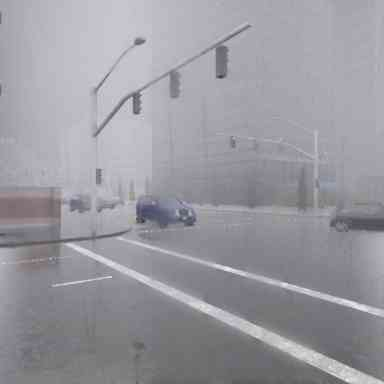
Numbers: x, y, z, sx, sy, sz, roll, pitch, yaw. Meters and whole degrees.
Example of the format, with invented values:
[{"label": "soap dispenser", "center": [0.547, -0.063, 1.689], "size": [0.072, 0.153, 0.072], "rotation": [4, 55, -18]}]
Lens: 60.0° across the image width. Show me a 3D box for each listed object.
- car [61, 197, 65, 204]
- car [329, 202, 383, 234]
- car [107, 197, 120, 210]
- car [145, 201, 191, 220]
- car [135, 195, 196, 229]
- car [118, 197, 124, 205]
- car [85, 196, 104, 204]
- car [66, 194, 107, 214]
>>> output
[{"label": "car", "center": [-21.057, 1.221, 49.313], "size": [2.150, 2.045, 5.566], "rotation": [0, 0, -35]}, {"label": "car", "center": [9.940, 1.352, 18.197], "size": [4.553, 1.767, 2.097], "rotation": [0, 0, 22]}, {"label": "car", "center": [-11.151, 1.601, 41.443], "size": [1.895, 1.301, 4.718], "rotation": [0, 0, -36]}, {"label": "car", "center": [-2.140, 1.526, 28.856], "size": [1.812, 1.442, 4.674], "rotation": [0, 0, -36]}, {"label": "car", "center": [-1.913, 1.220, 22.190], "size": [2.150, 2.045, 5.566], "rotation": [0, 0, -33]}, {"label": "car", "center": [-13.067, 1.526, 56.485], "size": [1.812, 1.442, 4.674], "rotation": [0, 0, -36]}, {"label": "car", "center": [-19.032, 1.492, 64.819], "size": [2.128, 1.511, 4.902], "rotation": [0, 0, -36]}, {"label": "car", "center": [-11.501, 1.218, 35.920], "size": [2.150, 2.045, 5.566], "rotation": [0, 0, -36]}]
